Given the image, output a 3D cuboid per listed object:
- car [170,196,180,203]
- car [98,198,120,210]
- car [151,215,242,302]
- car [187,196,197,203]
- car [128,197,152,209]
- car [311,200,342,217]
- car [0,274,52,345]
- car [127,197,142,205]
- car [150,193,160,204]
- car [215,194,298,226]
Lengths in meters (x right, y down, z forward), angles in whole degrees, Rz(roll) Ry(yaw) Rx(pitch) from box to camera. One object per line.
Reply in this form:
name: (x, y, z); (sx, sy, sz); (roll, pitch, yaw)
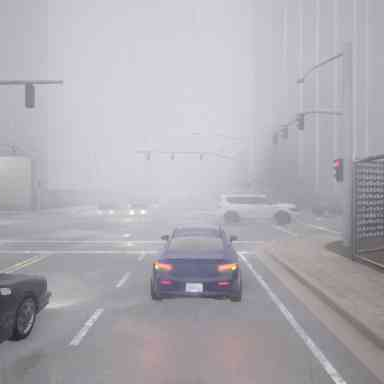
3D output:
car: (-3.480, 1.547, 66.915); (2.033, 1.411, 5.357); (0, 0, 0)
car: (-10.587, 1.526, 42.693); (1.812, 1.442, 4.674); (0, 0, 0)
car: (0.160, 1.526, 8.182); (1.812, 1.442, 4.674); (0, 0, 3)
car: (0.020, 1.547, 66.914); (2.033, 1.411, 5.357); (0, 0, 0)
car: (-7.085, 1.601, 45.501); (1.895, 1.301, 4.718); (0, 0, 0)
car: (13.275, 1.422, 29.741); (5.008, 1.535, 1.882); (0, 0, 0)
car: (-3.443, 1.547, 3.464); (2.033, 1.411, 5.357); (0, 0, 1)
car: (-10.535, 1.601, 61.522); (1.895, 1.301, 4.718); (0, 0, 1)
car: (-7.040, 1.493, 60.920); (2.128, 1.511, 4.902); (0, 0, 1)
car: (4.391, 1.189, 22.857); (5.566, 2.045, 2.150); (0, 1, 13)
